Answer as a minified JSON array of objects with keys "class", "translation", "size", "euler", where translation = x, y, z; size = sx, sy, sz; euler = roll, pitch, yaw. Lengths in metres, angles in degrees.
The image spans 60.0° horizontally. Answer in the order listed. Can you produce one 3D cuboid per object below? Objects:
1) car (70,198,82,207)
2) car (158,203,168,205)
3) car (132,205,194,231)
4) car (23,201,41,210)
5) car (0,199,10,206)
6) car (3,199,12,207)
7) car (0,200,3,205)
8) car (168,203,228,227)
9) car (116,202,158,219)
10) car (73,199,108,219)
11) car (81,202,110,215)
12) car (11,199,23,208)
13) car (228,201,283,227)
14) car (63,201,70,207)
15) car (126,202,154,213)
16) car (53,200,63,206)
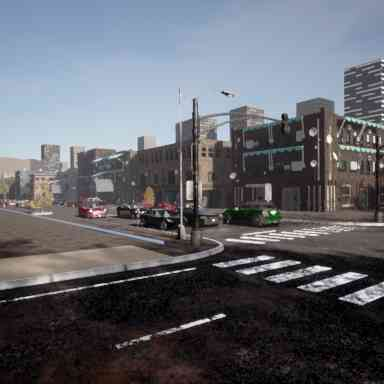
[{"class":"car","translation":[-20.112,1.940,61.324],"size":[2.192,1.841,5.009],"euler":[-1,0,-37]},{"class":"car","translation":[-3.541,1.904,39.155],"size":[1.802,1.307,4.206],"euler":[-2,0,-37]},{"class":"car","translation":[-2.045,1.815,22.948],"size":[1.947,1.339,4.313],"euler":[-2,0,-37]},{"class":"car","translation":[-26.717,2.232,56.171],"size":[1.752,1.417,4.829],"euler":[-1,0,-37]},{"class":"car","translation":[-46.696,2.597,82.912],"size":[1.887,1.381,4.507],"euler":[-1,0,-37]},{"class":"car","translation":[-40.073,2.379,74.043],"size":[1.967,1.590,4.097],"euler":[-1,0,-37]},{"class":"car","translation":[-43.383,2.547,78.478],"size":[2.008,1.369,4.403],"euler":[-1,0,-37]},{"class":"car","translation":[0.262,1.783,24.384],"size":[1.994,1.385,4.181],"euler":[-1,0,-38]},{"class":"car","translation":[-5.718,1.825,32.412],"size":[2.128,1.511,4.902],"euler":[-1,0,-37]},{"class":"car","translation":[-10.256,1.846,34.136],"size":[1.967,1.590,4.097],"euler":[-2,0,-37]},{"class":"car","translation":[-11.839,1.974,40.619],"size":[1.812,1.442,4.674],"euler":[-1,0,-36]},{"class":"car","translation":[-33.445,2.375,65.176],"size":[2.008,1.369,4.403],"euler":[-1,0,-37]},{"class":"car","translation":[4.242,1.512,24.254],"size":[2.097,1.767,4.553],"euler":[-1,0,-38]},{"class":"car","translation":[-23.419,2.227,65.759],"size":[1.887,1.381,4.507],"euler":[-1,0,-37]},{"class":"car","translation":[-6.853,1.966,43.588],"size":[1.802,1.307,4.206],"euler":[-2,0,-37]},{"class":"car","translation":[-30.045,2.364,74.628],"size":[1.947,1.339,4.313],"euler":[-1,0,-37]}]
